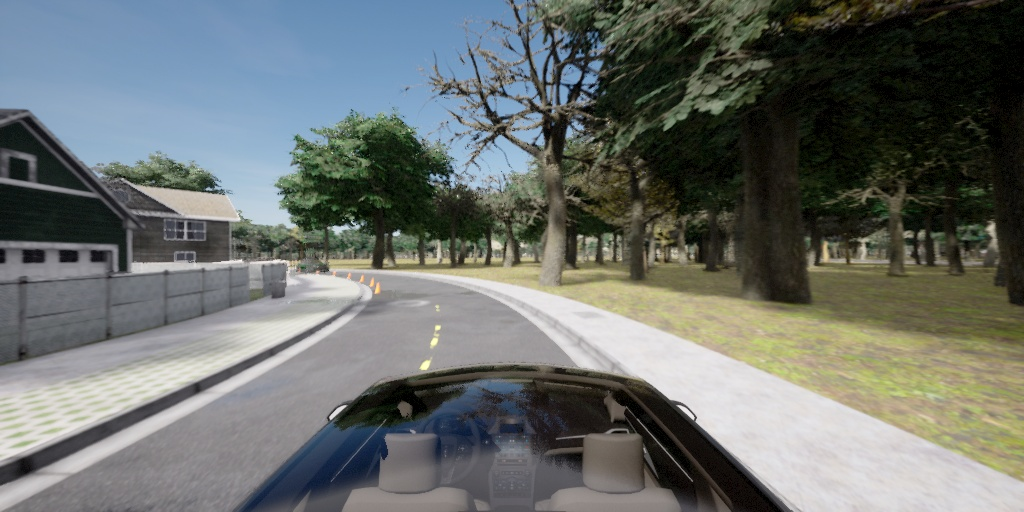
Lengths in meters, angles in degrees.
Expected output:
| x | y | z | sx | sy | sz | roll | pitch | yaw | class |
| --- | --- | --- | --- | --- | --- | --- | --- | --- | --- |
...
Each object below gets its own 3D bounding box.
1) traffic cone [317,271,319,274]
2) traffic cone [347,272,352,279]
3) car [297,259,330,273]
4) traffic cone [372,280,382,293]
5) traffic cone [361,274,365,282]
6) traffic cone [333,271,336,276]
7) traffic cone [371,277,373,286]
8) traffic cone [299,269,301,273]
| x | y | z | sx | sy | sz | roll | pitch | yaw | class |
| --- | --- | --- | --- | --- | --- | --- | --- | --- | --- |
| -21.198 | 1.764 | 39.173 | 0.340 | 0.580 | 0.340 | 0 | 0 | 41 | traffic cone |
| -14.618 | 1.753 | 32.294 | 0.340 | 0.580 | 0.340 | 0 | 0 | -38 | traffic cone |
| -24.262 | 1.162 | 43.814 | 4.553 | 1.767 | 2.097 | 0 | 0 | 35 | car |
| -7.454 | 1.748 | 19.976 | 0.340 | 0.580 | 0.340 | 0 | 0 | -22 | traffic cone |
| -11.845 | 1.751 | 28.421 | 0.340 | 0.580 | 0.340 | 0 | 0 | -33 | traffic cone |
| -17.745 | 1.757 | 35.889 | 0.340 | 0.580 | 0.340 | 0 | 0 | -44 | traffic cone |
| -9.450 | 1.749 | 24.302 | 0.340 | 0.580 | 0.340 | 0 | 0 | -27 | traffic cone |
| -24.944 | 1.774 | 42.116 | 0.340 | 0.580 | 0.340 | 0 | 0 | 35 | traffic cone |
